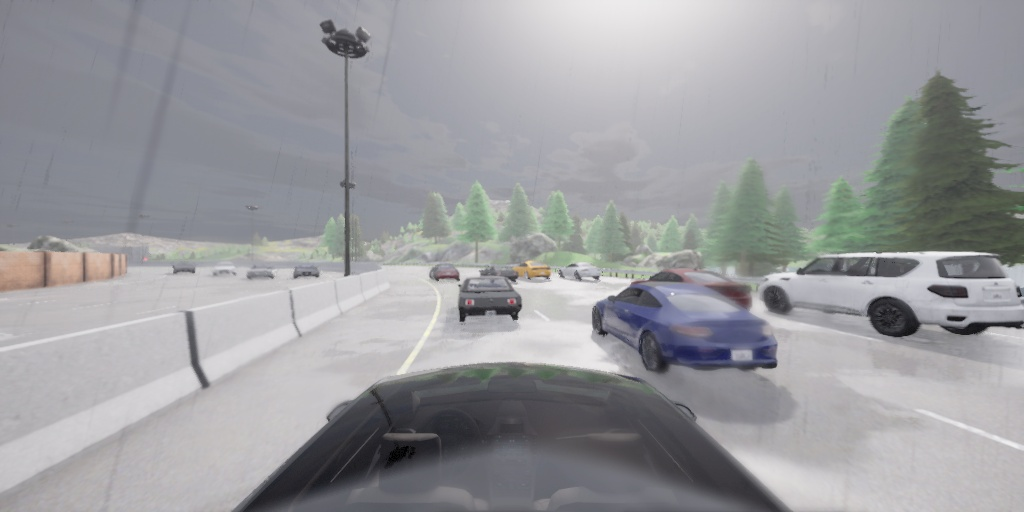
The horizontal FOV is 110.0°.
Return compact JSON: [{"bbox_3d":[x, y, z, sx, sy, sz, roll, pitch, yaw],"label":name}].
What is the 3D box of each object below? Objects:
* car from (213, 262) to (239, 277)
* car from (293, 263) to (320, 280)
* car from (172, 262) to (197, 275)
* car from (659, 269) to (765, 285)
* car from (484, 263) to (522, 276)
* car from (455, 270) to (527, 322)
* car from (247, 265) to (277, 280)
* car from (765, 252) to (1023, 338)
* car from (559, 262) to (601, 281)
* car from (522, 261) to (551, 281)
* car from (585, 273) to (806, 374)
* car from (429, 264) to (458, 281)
[{"bbox_3d":[-29.555,1.391,37.058,1.812,1.442,4.674,0,0,-37],"label":"car"},{"bbox_3d":[-18.845,1.380,32.994,1.994,1.385,4.181,0,0,-29],"label":"car"},{"bbox_3d":[-39.140,1.413,42.862,4.892,1.490,1.837,-1,-1,45],"label":"car"},{"bbox_3d":[6.019,1.190,12.781,1.882,1.535,5.008,0,0,-8],"label":"car"},{"bbox_3d":[-1.110,1.336,27.729,1.895,1.301,4.718,0,0,-19],"label":"car"},{"bbox_3d":[-0.936,1.347,12.459,1.895,1.301,4.718,0,0,-8],"label":"car"},{"bbox_3d":[-22.226,1.434,32.035,1.895,1.301,4.718,0,0,-29],"label":"car"},{"bbox_3d":[9.892,0.917,10.172,2.150,2.045,5.566,0,0,-5],"label":"car"},{"bbox_3d":[5.546,1.227,29.702,1.812,1.442,4.674,0,0,-19],"label":"car"},{"bbox_3d":[1.564,1.197,30.429,1.882,1.535,5.008,0,0,-20],"label":"car"},{"bbox_3d":[3.117,1.256,7.428,1.812,1.442,4.674,0,0,-4],"label":"car"},{"bbox_3d":[-5.659,1.319,29.815,1.994,1.385,4.181,0,0,-21],"label":"car"}]
